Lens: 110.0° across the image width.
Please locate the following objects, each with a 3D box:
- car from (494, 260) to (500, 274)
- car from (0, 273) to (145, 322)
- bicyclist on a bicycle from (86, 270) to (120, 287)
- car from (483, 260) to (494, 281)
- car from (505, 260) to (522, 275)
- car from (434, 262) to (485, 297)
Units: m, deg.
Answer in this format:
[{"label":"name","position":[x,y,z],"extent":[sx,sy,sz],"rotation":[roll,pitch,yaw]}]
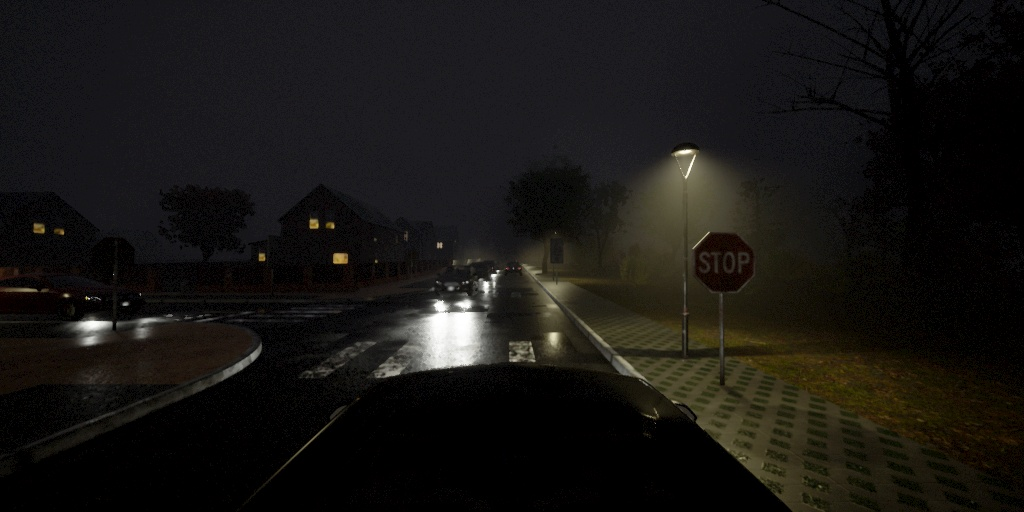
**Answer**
[{"label":"car","position":[-2.784,1.313,42.308],"extent":[1.837,1.490,4.892],"rotation":[0,-1,0]},{"label":"car","position":[-14.777,1.277,11.636],"extent":[4.674,1.442,1.812],"rotation":[0,-1,2]},{"label":"bicyclist on a bicycle","position":[-20.211,1.214,17.676],"extent":[0.582,1.620,1.656],"rotation":[0,-1,2]},{"label":"car","position":[-2.810,1.281,30.733],"extent":[1.837,1.490,4.892],"rotation":[0,1,0]},{"label":"car","position":[0.156,1.347,39.906],"extent":[2.033,1.411,5.357],"rotation":[0,0,0]},{"label":"car","position":[-2.832,1.255,19.105],"extent":[2.128,1.511,4.902],"rotation":[0,0,0]}]
